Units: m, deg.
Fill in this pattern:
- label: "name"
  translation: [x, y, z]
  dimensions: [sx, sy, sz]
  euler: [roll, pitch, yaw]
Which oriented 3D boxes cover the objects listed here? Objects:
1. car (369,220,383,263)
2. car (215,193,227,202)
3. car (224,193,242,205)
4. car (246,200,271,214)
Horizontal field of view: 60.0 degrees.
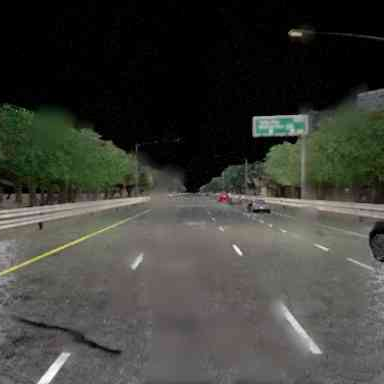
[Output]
- label: "car"
  translation: [7.005, 1.222, 8.808]
  dimensions: [2.150, 2.045, 5.566]
  euler: [0, 0, 0]
- label: "car"
  translation: [7.185, 1.175, 75.784]
  dimensions: [2.150, 2.045, 5.566]
  euler: [0, 0, 0]
- label: "car"
  translation: [7.128, 1.456, 55.740]
  dimensions: [2.128, 1.511, 4.902]
  euler: [0, 0, 0]
- label: "car"
  translation: [7.067, 1.548, 35.658]
  dimensions: [1.994, 1.385, 4.181]
  euler: [0, 0, 0]
